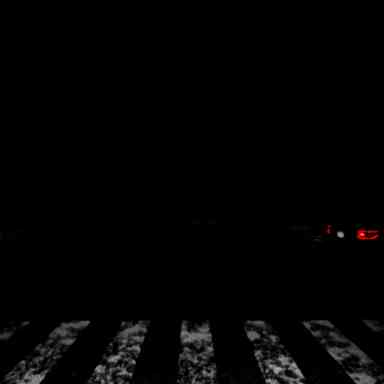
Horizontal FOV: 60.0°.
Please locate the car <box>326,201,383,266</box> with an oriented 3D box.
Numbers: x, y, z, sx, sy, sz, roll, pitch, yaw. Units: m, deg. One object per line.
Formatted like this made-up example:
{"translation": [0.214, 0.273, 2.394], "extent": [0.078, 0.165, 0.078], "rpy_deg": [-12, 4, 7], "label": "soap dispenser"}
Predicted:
{"translation": [6.900, 1.310, 10.128], "extent": [5.566, 2.045, 2.150], "rpy_deg": [0, -1, -12], "label": "car"}
